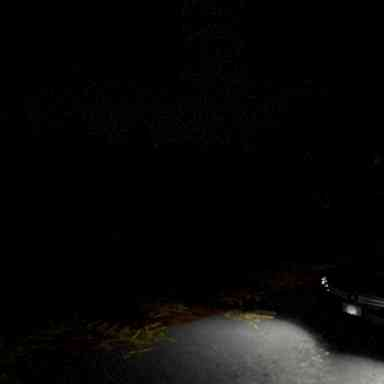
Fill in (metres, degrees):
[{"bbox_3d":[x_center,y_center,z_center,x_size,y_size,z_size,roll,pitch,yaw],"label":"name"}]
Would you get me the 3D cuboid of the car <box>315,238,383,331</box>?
[{"bbox_3d":[4.421,1.611,6.506,4.674,1.442,1.812,1,-1,-34],"label":"car"}]
